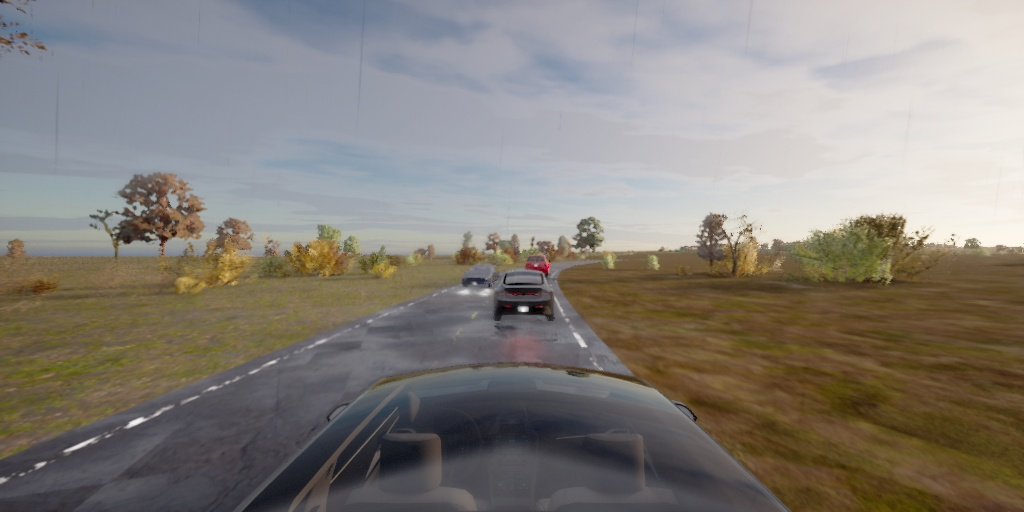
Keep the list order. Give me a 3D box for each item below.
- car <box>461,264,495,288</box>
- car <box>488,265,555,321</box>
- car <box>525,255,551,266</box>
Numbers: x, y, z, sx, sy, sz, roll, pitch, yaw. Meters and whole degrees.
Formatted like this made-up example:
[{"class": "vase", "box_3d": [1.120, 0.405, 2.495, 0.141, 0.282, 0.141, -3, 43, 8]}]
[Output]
[{"class": "car", "box_3d": [-1.965, 1.261, 23.936, 2.033, 1.411, 5.357, 0, 0, 5]}, {"class": "car", "box_3d": [0.431, 1.239, 12.479, 1.837, 1.490, 4.892, 0, 0, 3]}, {"class": "car", "box_3d": [2.502, 0.921, 34.350, 2.150, 2.045, 5.566, 0, 0, 8]}]
